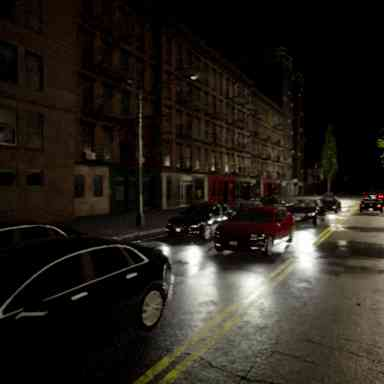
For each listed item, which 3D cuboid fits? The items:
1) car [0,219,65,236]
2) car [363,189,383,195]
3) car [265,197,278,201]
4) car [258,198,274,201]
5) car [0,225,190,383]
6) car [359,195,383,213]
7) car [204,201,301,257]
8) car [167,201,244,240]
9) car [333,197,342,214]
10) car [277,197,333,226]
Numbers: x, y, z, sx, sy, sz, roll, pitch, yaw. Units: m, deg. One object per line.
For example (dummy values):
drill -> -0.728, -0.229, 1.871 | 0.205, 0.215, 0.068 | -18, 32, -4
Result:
car -> -4.323, 1.406, 7.026 | 1.837, 1.490, 4.892 | 1, 1, 32
car -> 22.456, 0.669, 41.058 | 2.150, 2.045, 5.566 | 0, 1, 30
car -> 5.742, 1.170, 24.891 | 1.837, 1.490, 4.892 | 0, 1, 29
car -> 3.216, 1.242, 20.233 | 1.895, 1.301, 4.718 | 0, 1, 29
car -> -2.071, 1.442, 4.426 | 1.837, 1.490, 4.892 | 0, 1, 29
car -> 16.533, 1.191, 30.545 | 1.895, 1.301, 4.718 | 0, 1, 30
car -> 2.531, 1.308, 12.606 | 1.882, 1.535, 5.008 | 0, 1, 30
car -> 0.623, 1.291, 15.836 | 1.837, 1.490, 4.892 | 0, 1, 30
car -> 12.459, 1.143, 30.116 | 2.033, 1.411, 5.357 | 0, 1, 30
car -> 7.227, 1.211, 20.913 | 2.128, 1.511, 4.902 | 0, 1, 30
